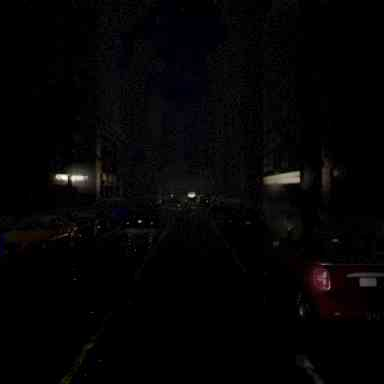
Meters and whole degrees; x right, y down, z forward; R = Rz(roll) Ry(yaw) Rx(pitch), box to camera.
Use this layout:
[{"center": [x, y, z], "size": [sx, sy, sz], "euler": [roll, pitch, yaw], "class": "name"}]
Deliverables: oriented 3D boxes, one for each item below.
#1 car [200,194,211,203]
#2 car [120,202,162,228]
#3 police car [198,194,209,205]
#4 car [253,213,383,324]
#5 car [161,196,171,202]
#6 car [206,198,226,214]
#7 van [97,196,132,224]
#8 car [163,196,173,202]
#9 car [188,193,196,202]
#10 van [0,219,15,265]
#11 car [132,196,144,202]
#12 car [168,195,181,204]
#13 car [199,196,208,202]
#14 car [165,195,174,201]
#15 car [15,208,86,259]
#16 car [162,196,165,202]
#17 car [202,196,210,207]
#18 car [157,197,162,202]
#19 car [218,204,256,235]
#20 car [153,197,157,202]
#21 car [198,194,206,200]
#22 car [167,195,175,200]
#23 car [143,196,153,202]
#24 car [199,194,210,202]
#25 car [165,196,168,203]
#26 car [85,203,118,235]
[{"center": [2.730, 1.317, 69.147], "size": [2.192, 1.841, 5.009], "euler": [0, 0, 0], "class": "car"}, {"center": [-3.109, 1.558, 21.773], "size": [1.994, 1.385, 4.181], "euler": [0, 0, 0], "class": "car"}, {"center": [2.342, 1.422, 59.238], "size": [1.930, 1.638, 5.238], "euler": [0, 0, 0], "class": "police car"}, {"center": [2.757, 1.437, 7.148], "size": [1.967, 1.590, 4.097], "euler": [0, 0, 0], "class": "car"}, {"center": [-5.796, 1.589, 74.777], "size": [1.802, 1.307, 4.206], "euler": [0, 0, 0], "class": "car"}, {"center": [2.745, 1.575, 35.330], "size": [1.802, 1.307, 4.206], "euler": [0, 0, 0], "class": "car"}, {"center": [-5.776, 1.335, 24.047], "size": [1.690, 1.788, 3.998], "euler": [0, 0, 0], "class": "van"}, {"center": [-5.799, 1.578, 80.414], "size": [1.947, 1.339, 4.313], "euler": [0, 0, 0], "class": "car"}, {"center": [-0.031, 1.509, 77.168], "size": [2.128, 1.511, 4.902], "euler": [0, 0, 0], "class": "car"}, {"center": [-5.768, 1.338, 7.137], "size": [1.690, 1.788, 3.998], "euler": [0, 0, 0], "class": "van"}, {"center": [-5.778, 1.434, 29.683], "size": [1.967, 1.590, 4.097], "euler": [0, 0, 0], "class": "car"}, {"center": [-3.054, 1.524, 62.655], "size": [1.812, 1.442, 4.674], "euler": [0, 0, 1], "class": "car"}, {"center": [2.726, 1.578, 80.420], "size": [1.947, 1.339, 4.313], "euler": [0, 0, 0], "class": "car"}, {"center": [-5.801, 1.583, 86.050], "size": [1.947, 1.339, 4.313], "euler": [0, 0, 0], "class": "car"}, {"center": [-5.770, 1.521, 12.604], "size": [1.752, 1.417, 4.829], "euler": [0, 0, 0], "class": "car"}, {"center": [-5.787, 1.545, 52.230], "size": [2.008, 1.369, 4.403], "euler": [0, 0, 0], "class": "car"}, {"center": [2.741, 1.576, 46.603], "size": [1.802, 1.307, 4.206], "euler": [0, 0, 0], "class": "car"}, {"center": [-5.784, 1.560, 46.594], "size": [1.947, 1.339, 4.313], "euler": [0, 0, 0], "class": "car"}, {"center": [2.752, 1.560, 18.421], "size": [1.947, 1.339, 4.313], "euler": [0, 0, 0], "class": "car"}, {"center": [-5.782, 1.559, 40.957], "size": [1.947, 1.339, 4.313], "euler": [0, 0, 0], "class": "car"}, {"center": [2.721, 1.464, 91.692], "size": [1.967, 1.590, 4.097], "euler": [0, 0, 0], "class": "car"}, {"center": [-5.804, 1.574, 91.687], "size": [2.008, 1.369, 4.403], "euler": [0, 0, 0], "class": "car"}, {"center": [-5.781, 1.309, 35.321], "size": [2.192, 1.841, 5.009], "euler": [0, 0, 0], "class": "car"}, {"center": [2.727, 1.322, 74.783], "size": [2.192, 1.841, 5.009], "euler": [0, 0, 0], "class": "car"}, {"center": [-5.794, 1.528, 68.970], "size": [1.752, 1.417, 4.829], "euler": [0, 0, 0], "class": "car"}, {"center": [-5.773, 1.545, 18.410], "size": [2.008, 1.369, 4.403], "euler": [0, 0, 0], "class": "car"}]
